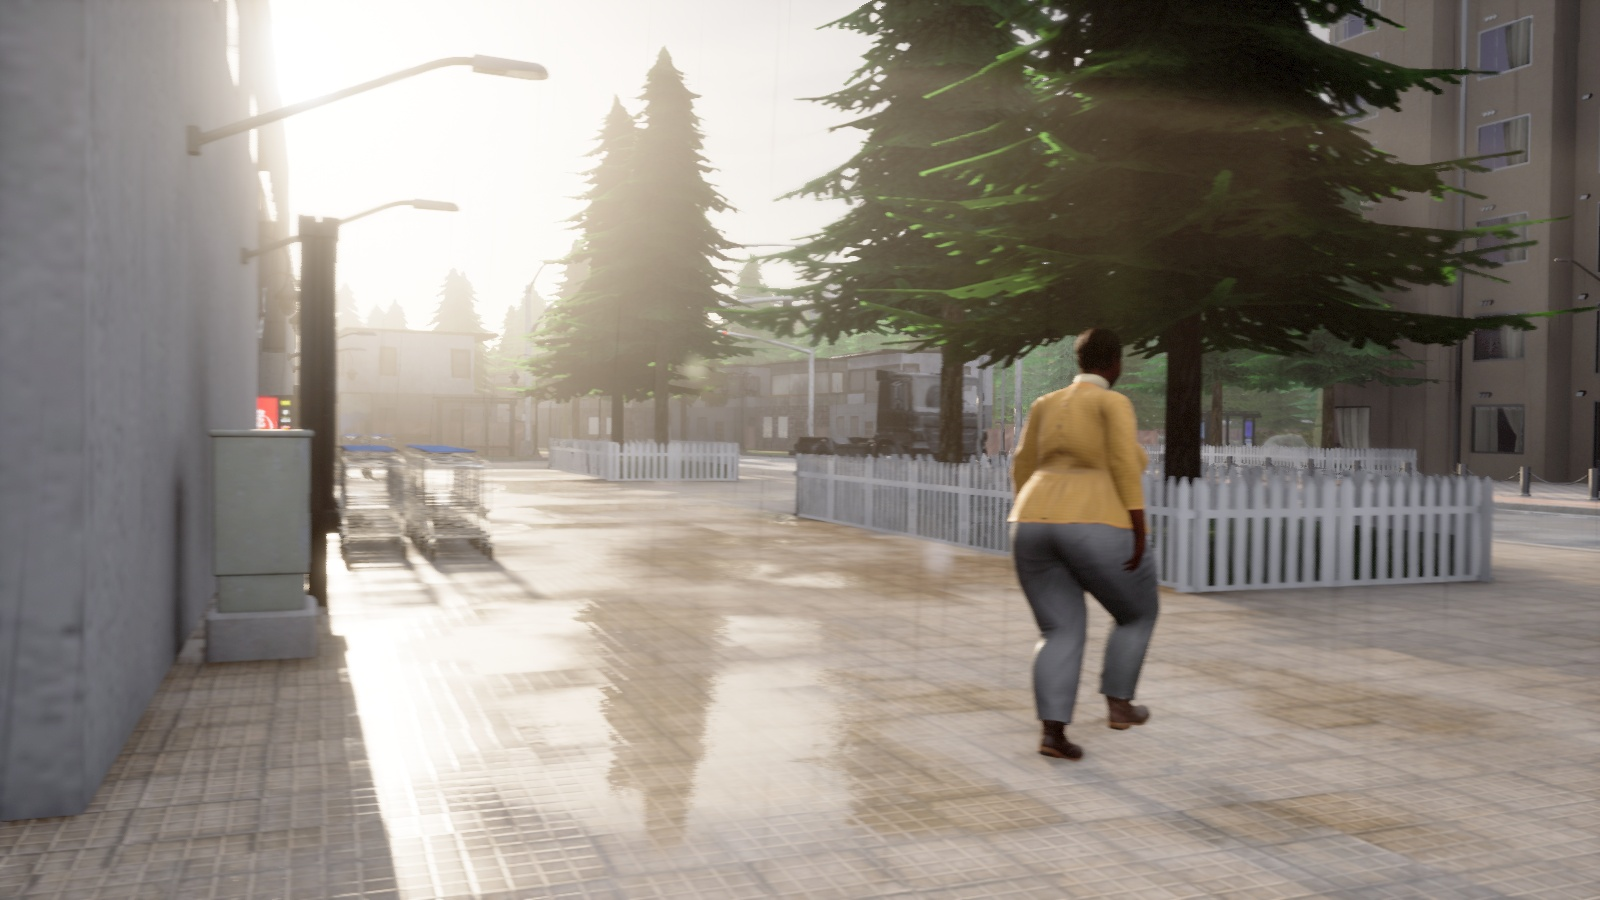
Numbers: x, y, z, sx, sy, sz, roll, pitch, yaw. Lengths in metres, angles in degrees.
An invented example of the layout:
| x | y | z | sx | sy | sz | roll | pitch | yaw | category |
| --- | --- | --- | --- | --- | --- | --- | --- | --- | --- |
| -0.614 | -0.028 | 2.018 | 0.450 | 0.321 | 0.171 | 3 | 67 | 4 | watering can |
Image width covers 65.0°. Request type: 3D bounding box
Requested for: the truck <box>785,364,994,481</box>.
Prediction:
| x | y | z | sx | sy | sz | roll | pitch | yaw | category |
| --- | --- | --- | --- | --- | --- | --- | --- | --- | --- |
| 2.709 | -0.869 | 41.246 | 2.891 | 3.462 | 7.936 | -1 | 1 | -30 | truck |

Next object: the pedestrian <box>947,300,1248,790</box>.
| x | y | z | sx | sy | sz | roll | pitch | yaw | category |
| --- | --- | --- | --- | --- | --- | --- | --- | --- | --- |
| 1.268 | 0.350 | 5.367 | 0.900 | 1.855 | 0.874 | -1 | 1 | -40 | pedestrian |
